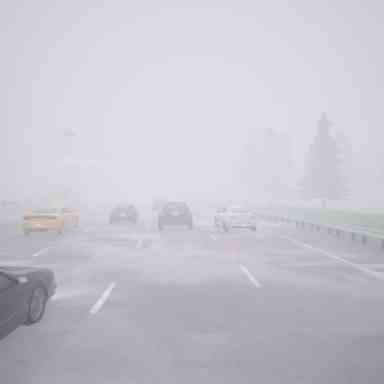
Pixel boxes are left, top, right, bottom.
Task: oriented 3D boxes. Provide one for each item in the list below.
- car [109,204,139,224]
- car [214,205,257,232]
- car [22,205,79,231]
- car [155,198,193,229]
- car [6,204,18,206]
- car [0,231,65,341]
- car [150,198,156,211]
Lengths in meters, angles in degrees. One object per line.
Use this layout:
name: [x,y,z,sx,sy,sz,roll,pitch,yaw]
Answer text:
car: [-5.112,1.573,25.333,1.994,1.385,4.181,0,0,-7]
car: [2.537,1.523,19.948,1.812,1.442,4.674,0,0,-5]
car: [-7.922,1.491,19.060,1.882,1.535,5.008,0,0,-5]
car: [-1.191,1.355,21.826,2.097,1.767,4.553,0,0,-6]
car: [-21.762,1.636,39.152,1.895,1.301,4.718,0,0,-12]
car: [-3.492,1.553,4.036,2.033,1.411,5.357,0,0,-1]
car: [-4.022,1.513,40.508,1.837,1.490,4.892,0,0,-11]
